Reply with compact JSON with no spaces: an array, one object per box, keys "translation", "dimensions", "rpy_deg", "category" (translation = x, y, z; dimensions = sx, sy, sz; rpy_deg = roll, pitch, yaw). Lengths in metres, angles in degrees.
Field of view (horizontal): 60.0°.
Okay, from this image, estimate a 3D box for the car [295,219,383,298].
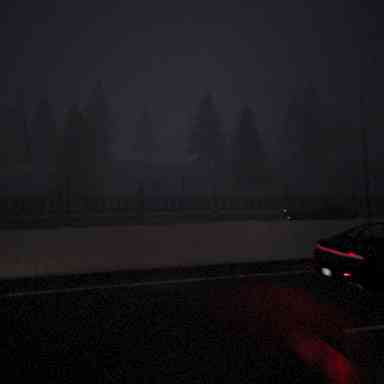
[{"translation":[5.136,1.422,7.429],"dimensions":[4.902,1.511,2.128],"rpy_deg":[0,1,-13],"category":"car"}]
